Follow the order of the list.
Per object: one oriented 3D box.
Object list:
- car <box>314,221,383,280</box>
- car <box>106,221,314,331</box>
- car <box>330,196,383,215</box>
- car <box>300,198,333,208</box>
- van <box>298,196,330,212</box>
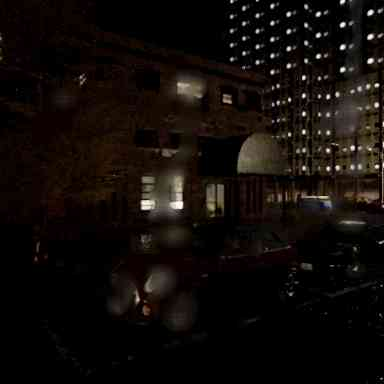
[{"bbox_3d":[4.819,1.591,10.064,4.313,1.339,1.947,0,0,-35],"label":"car"},{"bbox_3d":[0.354,1.451,6.814,4.097,1.590,1.967,0,0,-35],"label":"car"},{"bbox_3d":[17.746,1.400,35.044,2.192,1.841,5.009,0,0,-35],"label":"car"},{"bbox_3d":[18.292,1.628,48.928,1.802,1.307,4.206,0,0,-35],"label":"car"},{"bbox_3d":[14.579,1.418,39.591,1.690,1.788,3.998,0,0,-35],"label":"van"}]
